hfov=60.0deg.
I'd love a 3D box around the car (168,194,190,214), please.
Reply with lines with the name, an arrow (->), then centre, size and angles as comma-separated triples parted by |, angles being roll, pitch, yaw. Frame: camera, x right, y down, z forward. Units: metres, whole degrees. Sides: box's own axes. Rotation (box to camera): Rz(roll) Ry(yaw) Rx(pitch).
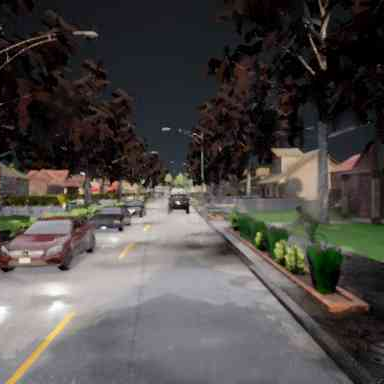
car -> -1.379, 1.198, 34.900 | 2.150, 2.045, 5.566 | -1, 0, -2

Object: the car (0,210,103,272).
car -> -4.521, 1.556, 11.132 | 1.812, 1.442, 4.674 | -1, 0, -2

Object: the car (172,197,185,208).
car -> -1.947, 1.492, 48.248 | 1.812, 1.442, 4.674 | -1, 0, -2

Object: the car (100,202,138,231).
car -> -4.925, 1.571, 20.794 | 2.033, 1.411, 5.357 | -1, 0, -3

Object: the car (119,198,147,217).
car -> -5.330, 1.508, 30.975 | 2.128, 1.511, 4.902 | -1, 0, -2

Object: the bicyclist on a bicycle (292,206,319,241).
bicyclist on a bicycle -> 3.825, 1.300, 11.371 | 1.656, 1.620, 0.582 | 0, 0, -2
